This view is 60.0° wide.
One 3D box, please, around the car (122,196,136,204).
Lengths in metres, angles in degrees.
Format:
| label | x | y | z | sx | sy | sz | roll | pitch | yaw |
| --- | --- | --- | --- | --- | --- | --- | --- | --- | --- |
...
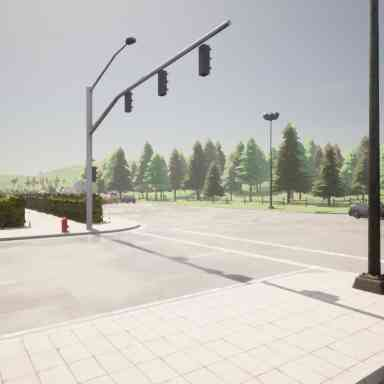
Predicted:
| label | x | y | z | sx | sy | sz | roll | pitch | yaw |
| --- | --- | --- | --- | --- | --- | --- | --- | --- | --- |
| car | -12.769 | 1.505 | 65.889 | 1.837 | 1.490 | 4.892 | 0 | 0 | -35 |

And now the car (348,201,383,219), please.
| label | x | y | z | sx | sy | sz | roll | pitch | yaw |
| --- | --- | --- | --- | --- | --- | --- | --- | --- | --- |
| car | 15.438 | 1.564 | 27.485 | 4.181 | 1.385 | 1.994 | 0 | 0 | -6 |

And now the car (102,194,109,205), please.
| label | x | y | z | sx | sy | sz | roll | pitch | yaw |
| --- | --- | --- | --- | --- | --- | --- | --- | --- | --- |
| car | -17.013 | 1.526 | 59.885 | 1.812 | 1.442 | 4.674 | 0 | 0 | -34 |

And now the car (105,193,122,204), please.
| label | x | y | z | sx | sy | sz | roll | pitch | yaw |
| --- | --- | --- | --- | --- | --- | --- | --- | --- | --- |
| car | -15.849 | 1.478 | 64.368 | 1.882 | 1.535 | 5.008 | 0 | 0 | -35 |

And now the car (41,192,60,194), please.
| label | x | y | z | sx | sy | sz | roll | pitch | yaw |
| --- | --- | --- | --- | --- | --- | --- | --- | --- | --- |
| car | -24.085 | 1.221 | 57.637 | 2.150 | 2.045 | 5.566 | 0 | 0 | -35 |

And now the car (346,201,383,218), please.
| label | x | y | z | sx | sy | sz | roll | pitch | yaw |
| --- | --- | --- | --- | --- | --- | --- | --- | --- | --- |
| car | 16.711 | 1.564 | 31.073 | 4.181 | 1.385 | 1.994 | 0 | 0 | -23 |

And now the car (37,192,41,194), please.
| label | x | y | z | sx | sy | sz | roll | pitch | yaw |
| --- | --- | --- | --- | --- | --- | --- | --- | --- | --- |
| car | -29.754 | 1.058 | 65.879 | 2.150 | 2.045 | 5.566 | 0 | 0 | -35 |
